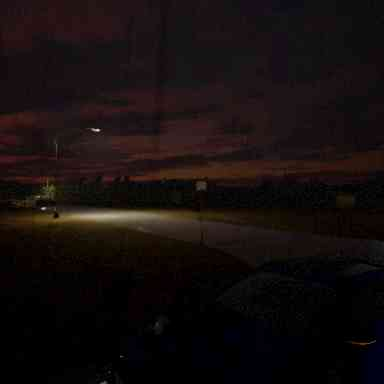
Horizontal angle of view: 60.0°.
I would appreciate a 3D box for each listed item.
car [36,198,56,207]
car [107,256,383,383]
[{"bbox_3d":[-21.108,1.443,48.122,1.895,1.301,4.718,-1,1,-35],"label":"car"},{"bbox_3d":[1.380,1.572,3.915,4.674,1.442,1.812,1,0,-35],"label":"car"}]
